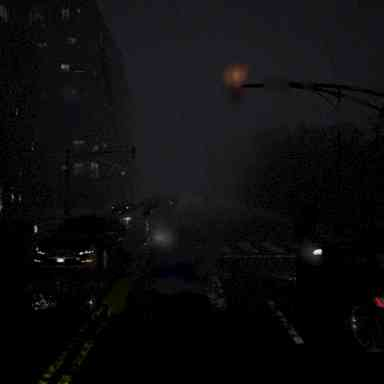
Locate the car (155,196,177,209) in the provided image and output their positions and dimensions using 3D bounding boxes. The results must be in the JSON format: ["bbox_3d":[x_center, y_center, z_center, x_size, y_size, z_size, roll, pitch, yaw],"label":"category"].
[{"bbox_3d":[-3.474,1.361,45.120,2.097,1.767,4.553,0,0,0],"label":"car"}]

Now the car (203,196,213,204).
[{"bbox_3d":[3.164,1.500,66.561,1.882,1.535,5.008,0,0,0],"label":"car"}]

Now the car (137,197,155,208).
[{"bbox_3d":[-6.737,1.558,49.282,2.033,1.411,5.357,0,0,0],"label":"car"}]

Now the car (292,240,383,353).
[{"bbox_3d":[3.334,1.564,6.151,1.994,1.385,4.181,0,0,0],"label":"car"}]

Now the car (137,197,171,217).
[{"bbox_3d":[-3.438,1.502,31.168,2.128,1.511,4.902,0,0,0],"label":"car"}]

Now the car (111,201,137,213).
[{"bbox_3d":[-6.830,1.604,34.219,1.895,1.301,4.718,0,0,3],"label":"car"}]

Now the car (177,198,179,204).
[{"bbox_3d":[-3.489,1.544,62.150,1.812,1.442,4.674,0,0,0],"label":"car"}]

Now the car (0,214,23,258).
[{"bbox_3d":[-6.631,1.490,10.397,2.128,1.511,4.902,0,0,0],"label":"car"}]

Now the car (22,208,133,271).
[{"bbox_3d":[-3.383,1.502,10.967,1.837,1.490,4.892,0,0,0],"label":"car"}]

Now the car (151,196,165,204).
[{"bbox_3d":[-6.718,1.513,65.798,2.128,1.511,4.902,0,0,0],"label":"car"}]
